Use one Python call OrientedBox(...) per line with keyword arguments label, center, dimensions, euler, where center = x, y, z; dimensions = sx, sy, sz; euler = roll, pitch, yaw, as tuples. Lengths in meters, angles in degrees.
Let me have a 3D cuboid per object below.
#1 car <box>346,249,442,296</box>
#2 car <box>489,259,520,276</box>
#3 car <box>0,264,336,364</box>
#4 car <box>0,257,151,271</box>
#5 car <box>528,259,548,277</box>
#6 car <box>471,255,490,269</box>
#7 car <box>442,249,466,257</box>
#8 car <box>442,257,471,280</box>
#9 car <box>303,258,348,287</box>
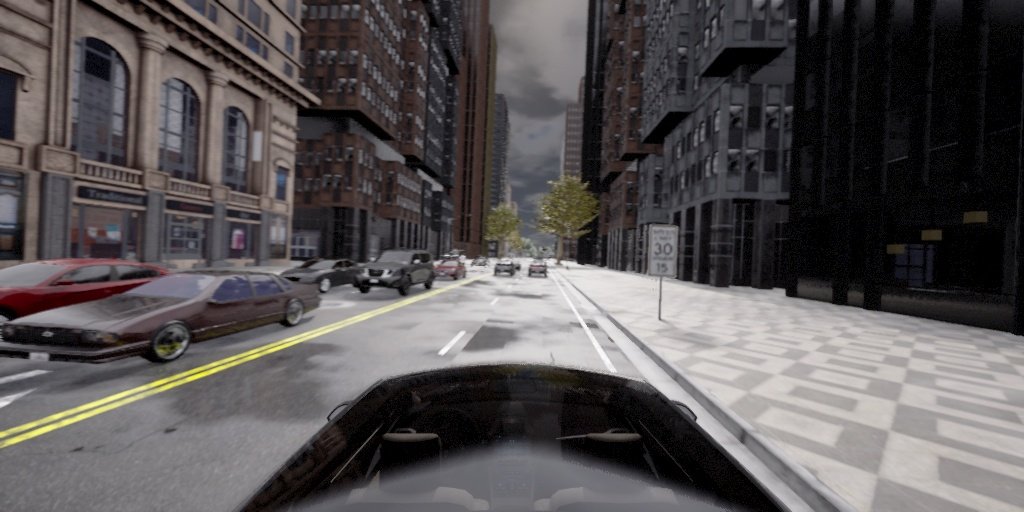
OrientedBox(label="car", center=(-5.488, 0.698, 17.753), dimensions=(2.150, 2.045, 5.566), euler=(3, 0, 6))
OrientedBox(label="car", center=(-0.675, 1.138, 35.939), dimensions=(2.128, 1.511, 4.902), euler=(3, 0, 5))
OrientedBox(label="car", center=(-6.317, 1.009, 7.599), dimensions=(2.033, 1.411, 5.357), euler=(2, 0, 4))
OrientedBox(label="car", center=(-9.561, 0.798, 7.698), dimensions=(1.882, 1.535, 5.008), euler=(3, 0, 5))
OrientedBox(label="car", center=(2.642, 1.280, 36.622), dimensions=(2.128, 1.511, 4.902), euler=(3, 0, 5))
OrientedBox(label="car", center=(-3.542, 0.623, 41.251), dimensions=(1.837, 1.490, 4.892), euler=(3, 0, 5))
OrientedBox(label="car", center=(-6.770, 0.207, 41.476), dimensions=(2.150, 2.045, 5.566), euler=(3, 0, 5))
OrientedBox(label="car", center=(-4.719, 1.015, 27.629), dimensions=(1.812, 1.442, 4.674), euler=(3, 0, 5))
OrientedBox(label="car", center=(-8.824, 0.838, 17.048), dimensions=(1.837, 1.490, 4.892), euler=(2, 0, 4))
